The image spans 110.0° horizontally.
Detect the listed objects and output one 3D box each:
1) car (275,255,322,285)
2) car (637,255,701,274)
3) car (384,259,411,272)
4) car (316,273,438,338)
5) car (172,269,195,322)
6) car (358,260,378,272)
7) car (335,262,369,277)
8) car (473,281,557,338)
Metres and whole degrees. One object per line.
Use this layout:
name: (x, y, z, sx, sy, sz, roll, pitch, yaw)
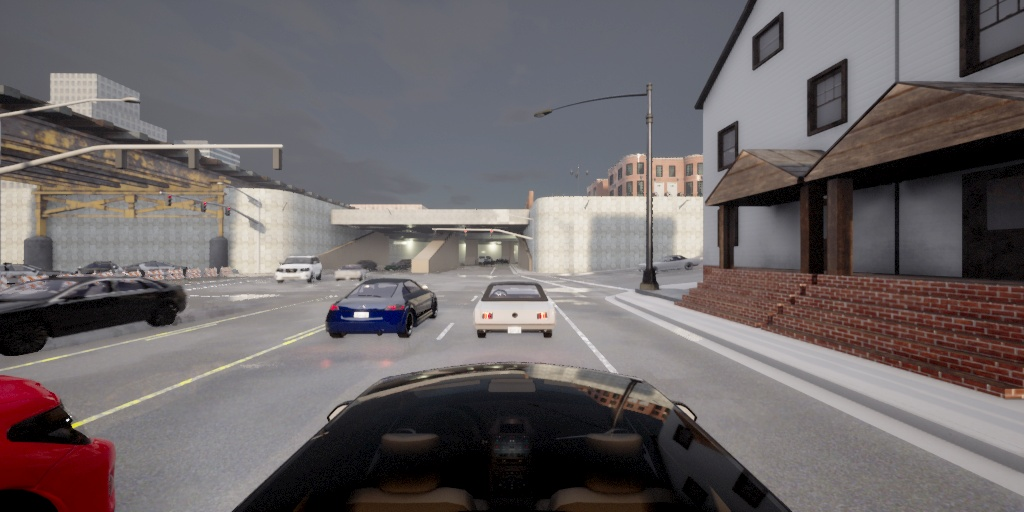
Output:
car: (-15.853, 0.971, 26.958, 2.150, 2.045, 5.566, 0, 0, -18)
car: (13.056, 0.664, 30.135, 4.718, 1.301, 1.895, -7, 0, 0)
car: (-14.839, 1.350, 46.025, 1.895, 1.301, 4.718, 0, 0, -1)
car: (-3.431, 1.314, 10.201, 1.994, 1.385, 4.181, 0, 0, 0)
car: (-10.609, 1.241, 8.658, 2.128, 1.511, 4.902, 0, 0, 0)
car: (-18.305, 1.227, 44.682, 1.882, 1.535, 5.008, 0, 0, -2)
car: (-12.815, 1.350, 28.548, 1.895, 1.301, 4.718, 0, 0, -18)
car: (0.071, 1.351, 10.156, 1.895, 1.301, 4.718, 0, 0, 0)
